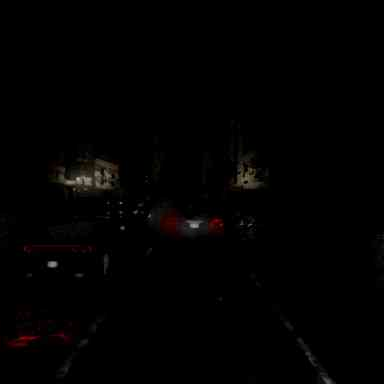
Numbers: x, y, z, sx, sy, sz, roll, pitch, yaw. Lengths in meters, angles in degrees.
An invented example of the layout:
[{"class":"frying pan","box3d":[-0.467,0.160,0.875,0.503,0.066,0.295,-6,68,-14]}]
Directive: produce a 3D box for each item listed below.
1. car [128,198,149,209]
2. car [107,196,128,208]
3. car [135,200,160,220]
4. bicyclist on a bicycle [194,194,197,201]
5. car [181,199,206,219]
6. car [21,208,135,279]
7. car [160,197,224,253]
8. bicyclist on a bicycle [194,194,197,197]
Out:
[{"class":"car","box3d":[-6.567,1.492,43.785,2.128,1.511,4.902,0,0,0]},{"class":"car","box3d":[-9.814,1.352,44.058,2.097,1.767,4.553,0,0,0]},{"class":"car","box3d":[-3.152,1.604,27.645,1.895,1.301,4.718,0,0,0]},{"class":"bicyclist on a bicycle","box3d":[0.937,1.393,86.582,0.866,1.612,1.509,0,0,0]},{"class":"car","box3d":[0.107,1.496,30.534,2.128,1.511,4.902,0,0,0]},{"class":"car","box3d":[-3.174,1.480,10.065,1.882,1.535,5.008,0,0,0]},{"class":"car","box3d":[0.094,1.225,13.908,2.150,2.045,5.566,0,0,0]},{"class":"bicyclist on a bicycle","box3d":[0.932,1.406,77.582,0.866,1.612,1.509,0,0,0]}]
